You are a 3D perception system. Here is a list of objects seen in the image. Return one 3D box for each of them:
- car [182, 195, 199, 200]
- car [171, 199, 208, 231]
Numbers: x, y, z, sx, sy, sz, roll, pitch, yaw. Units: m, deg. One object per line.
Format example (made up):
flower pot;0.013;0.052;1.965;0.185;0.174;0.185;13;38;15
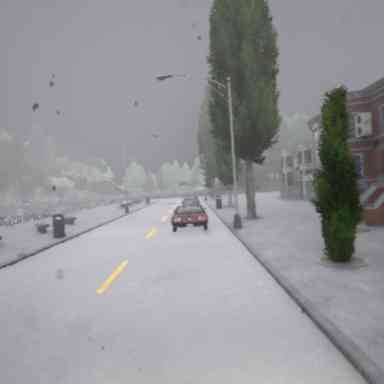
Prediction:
car;-0.135;1.055;38.348;1.994;1.385;4.181;-4;1;0
car;-0.110;1.352;18.849;1.895;1.301;4.718;-4;1;0
